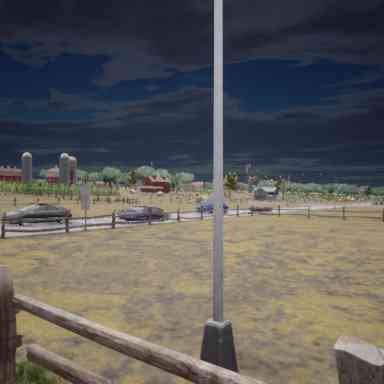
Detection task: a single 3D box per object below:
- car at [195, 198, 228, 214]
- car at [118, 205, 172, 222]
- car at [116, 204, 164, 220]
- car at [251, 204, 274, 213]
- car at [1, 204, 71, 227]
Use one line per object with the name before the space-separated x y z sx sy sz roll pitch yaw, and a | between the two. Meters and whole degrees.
car | 2.703 1.816 44.353 2.150 2.045 5.566 2 0 36
car | -4.053 1.959 30.034 2.033 1.411 5.357 2 0 36
car | -5.145 1.964 33.518 1.895 1.301 4.718 2 0 36
car | 10.740 2.454 50.539 1.895 1.301 4.718 2 0 36
car | -11.463 1.691 24.764 1.837 1.490 4.892 2 0 36
